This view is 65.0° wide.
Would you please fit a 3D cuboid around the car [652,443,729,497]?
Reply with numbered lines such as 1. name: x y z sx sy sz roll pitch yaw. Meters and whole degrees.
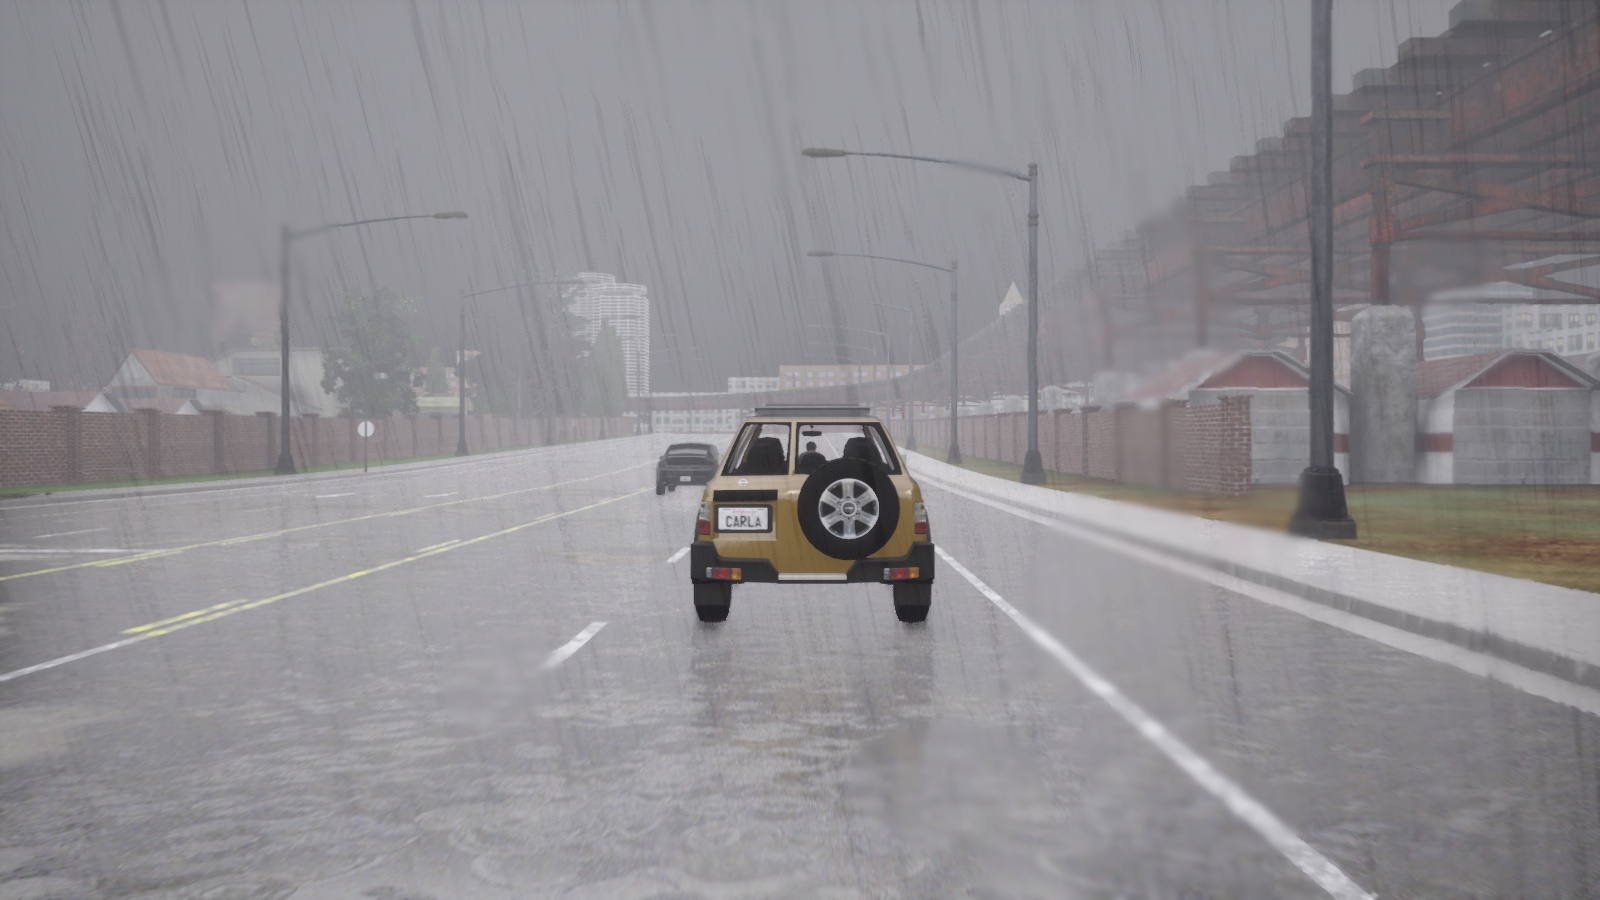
1. car: -3.184 0.535 37.452 1.837 1.490 4.892 0 0 0

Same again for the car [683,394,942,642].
1. car: 0.110 0.497 11.697 1.932 1.855 4.605 0 0 0
